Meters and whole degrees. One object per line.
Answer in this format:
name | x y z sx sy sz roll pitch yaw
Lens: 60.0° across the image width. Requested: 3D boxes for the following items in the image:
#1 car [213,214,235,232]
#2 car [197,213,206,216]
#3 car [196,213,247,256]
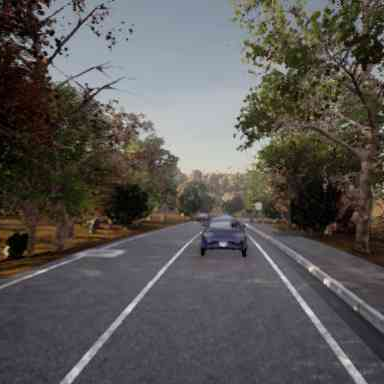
car | 2.884 2.695 29.652 1.812 1.442 4.674 0 -4 6
car | 1.886 4.166 54.254 1.812 1.442 4.674 0 -4 8
car | 1.393 1.834 14.498 1.812 1.442 4.674 0 -2 6
